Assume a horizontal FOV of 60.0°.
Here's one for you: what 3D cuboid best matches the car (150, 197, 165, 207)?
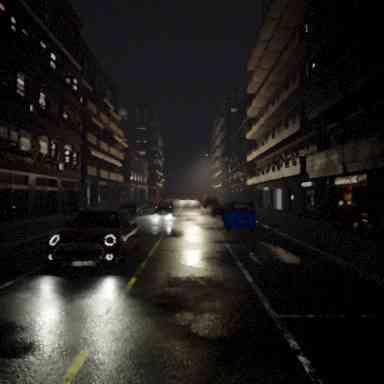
[{"bbox_3d":[-5.713,1.570,53.176,1.887,1.381,4.507,1,0,0],"label":"car"}]

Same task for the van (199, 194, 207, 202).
[{"bbox_3d":[2.652,1.379,80.997,1.690,1.788,3.998,1,0,0],"label":"van"}]

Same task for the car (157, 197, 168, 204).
[{"bbox_3d":[-5.721,1.613,64.318,1.802,1.307,4.206,1,0,0],"label":"car"}]

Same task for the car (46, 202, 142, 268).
[{"bbox_3d":[-3.096,1.358,11.274,2.097,1.767,4.553,0,0,0],"label":"car"}]

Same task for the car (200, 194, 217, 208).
[{"bbox_3d":[2.674,1.336,47.571,2.192,1.841,5.009,1,0,0],"label":"car"}]

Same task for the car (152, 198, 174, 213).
[{"bbox_3d":[-3.024,1.682,37.145,1.895,1.301,4.718,0,0,0],"label":"car"}]

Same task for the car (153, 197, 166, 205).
[{"bbox_3d":[-5.717,1.610,58.747,1.802,1.307,4.206,1,0,0],"label":"car"}]

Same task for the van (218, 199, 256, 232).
[{"bbox_3d":[2.691,1.349,19.716,1.690,1.788,3.998,1,0,0],"label":"van"}]

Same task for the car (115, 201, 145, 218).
[{"bbox_3d":[-5.699,1.580,30.891,1.947,1.339,4.313,1,0,0],"label":"car"}]

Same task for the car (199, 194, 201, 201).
[{"bbox_3d":[2.670,1.338,53.141,2.192,1.841,5.009,1,0,0],"label":"car"}]

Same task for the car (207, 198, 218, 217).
[{"bbox_3d":[2.682,1.557,30.857,1.887,1.381,4.507,1,0,0],"label":"car"}]

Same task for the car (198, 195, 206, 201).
[{"bbox_3d":[2.645,1.592,86.568,2.008,1.369,4.403,1,0,0],"label":"car"}]

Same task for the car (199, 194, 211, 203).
[{"bbox_3d":[2.659,1.347,69.855,2.192,1.841,5.009,1,0,0],"label":"car"}]

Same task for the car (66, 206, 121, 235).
[{"bbox_3d":[-5.691,1.575,19.750,1.947,1.339,4.313,1,0,0],"label":"car"}]
